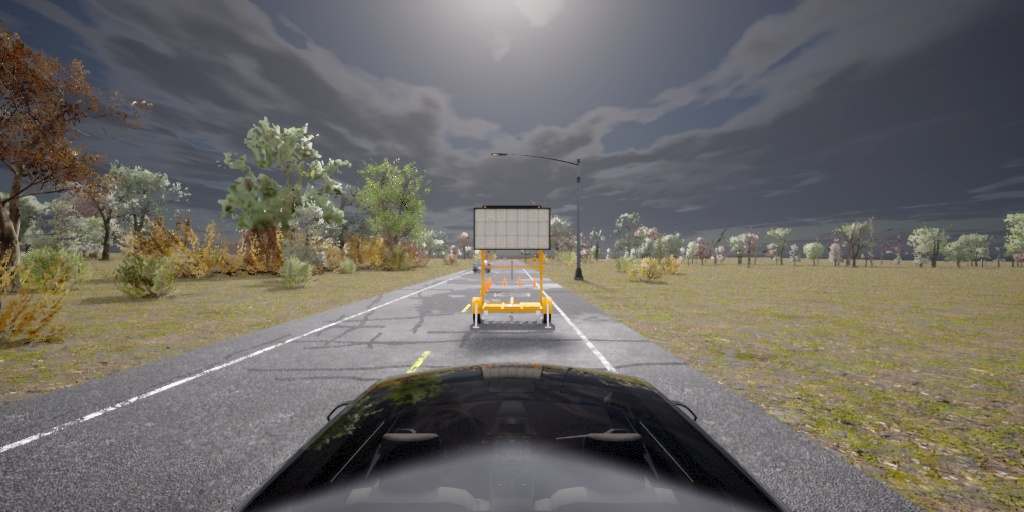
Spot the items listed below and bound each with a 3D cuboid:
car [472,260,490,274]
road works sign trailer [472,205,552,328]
[{"bbox_3d":[-3.594,1.261,42.645,2.128,1.511,4.902,0,0,0],"label":"car"},{"bbox_3d":[0.002,0.216,11.344,2.380,3.560,2.880,0,0,0],"label":"road works sign trailer"}]
